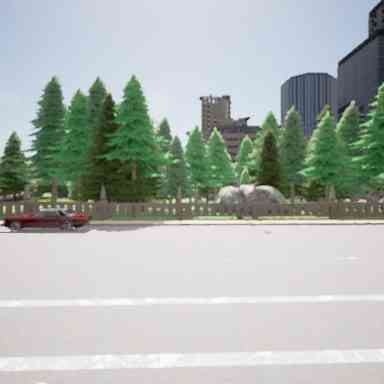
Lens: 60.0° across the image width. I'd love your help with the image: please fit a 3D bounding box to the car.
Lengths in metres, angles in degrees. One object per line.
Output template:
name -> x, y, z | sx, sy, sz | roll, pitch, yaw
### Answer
car -> -8.497, 1.646, 19.778 | 4.718, 1.301, 1.895 | 0, 0, -2
